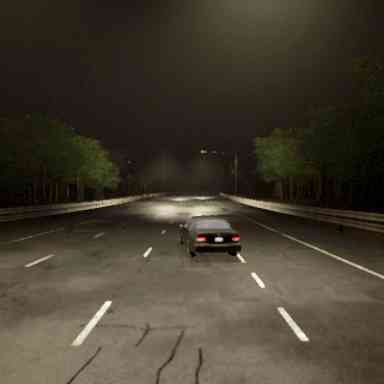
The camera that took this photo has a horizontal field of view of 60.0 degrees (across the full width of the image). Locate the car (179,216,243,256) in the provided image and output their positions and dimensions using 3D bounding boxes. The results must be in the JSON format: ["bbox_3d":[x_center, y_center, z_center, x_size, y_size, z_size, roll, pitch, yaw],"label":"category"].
[{"bbox_3d":[0.588,1.694,13.812,2.033,1.411,5.357,0,-1,-8],"label":"car"}]
